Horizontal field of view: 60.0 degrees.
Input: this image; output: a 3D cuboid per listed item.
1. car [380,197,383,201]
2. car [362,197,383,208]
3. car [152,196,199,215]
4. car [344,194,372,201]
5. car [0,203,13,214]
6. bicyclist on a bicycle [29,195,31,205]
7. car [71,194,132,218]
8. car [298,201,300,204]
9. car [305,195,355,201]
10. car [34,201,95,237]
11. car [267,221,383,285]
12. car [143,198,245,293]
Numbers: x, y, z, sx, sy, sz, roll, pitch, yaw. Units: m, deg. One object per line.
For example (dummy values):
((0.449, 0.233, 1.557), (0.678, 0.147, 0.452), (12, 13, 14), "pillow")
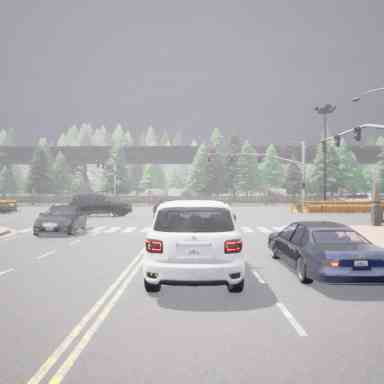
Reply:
((26.180, 1.477, 40.687), (5.008, 1.535, 1.882), (0, 0, 0), "car")
((27.327, 1.505, 47.680), (4.892, 1.490, 1.837), (0, 0, 0), "car")
((-1.632, 1.352, 33.637), (4.553, 1.767, 2.097), (0, 0, 0), "car")
((21.120, 1.221, 44.210), (5.566, 2.045, 2.150), (0, 0, 0), "car")
((-20.774, 1.506, 33.747), (4.892, 1.490, 1.837), (0, 0, 0), "car")
((-27.009, 1.300, 55.766), (0.582, 1.620, 1.656), (0, 0, 0), "bicyclist on a bicycle")
((-8.270, 1.223, 30.176), (5.566, 2.045, 2.150), (0, 0, 0), "car")
((17.834, 1.477, 47.728), (5.008, 1.535, 1.882), (0, 0, 0), "car")
((16.677, 1.491, 40.734), (4.902, 1.511, 2.128), (0, 0, 0), "car")
((-7.049, 1.491, 18.279), (2.128, 1.511, 4.902), (0, 0, -6), "car")
((3.577, 1.547, 9.506), (2.033, 1.411, 5.357), (0, 0, 0), "car")
((0.068, 1.221, 9.018), (2.150, 2.045, 5.566), (0, 0, 1), "car")
